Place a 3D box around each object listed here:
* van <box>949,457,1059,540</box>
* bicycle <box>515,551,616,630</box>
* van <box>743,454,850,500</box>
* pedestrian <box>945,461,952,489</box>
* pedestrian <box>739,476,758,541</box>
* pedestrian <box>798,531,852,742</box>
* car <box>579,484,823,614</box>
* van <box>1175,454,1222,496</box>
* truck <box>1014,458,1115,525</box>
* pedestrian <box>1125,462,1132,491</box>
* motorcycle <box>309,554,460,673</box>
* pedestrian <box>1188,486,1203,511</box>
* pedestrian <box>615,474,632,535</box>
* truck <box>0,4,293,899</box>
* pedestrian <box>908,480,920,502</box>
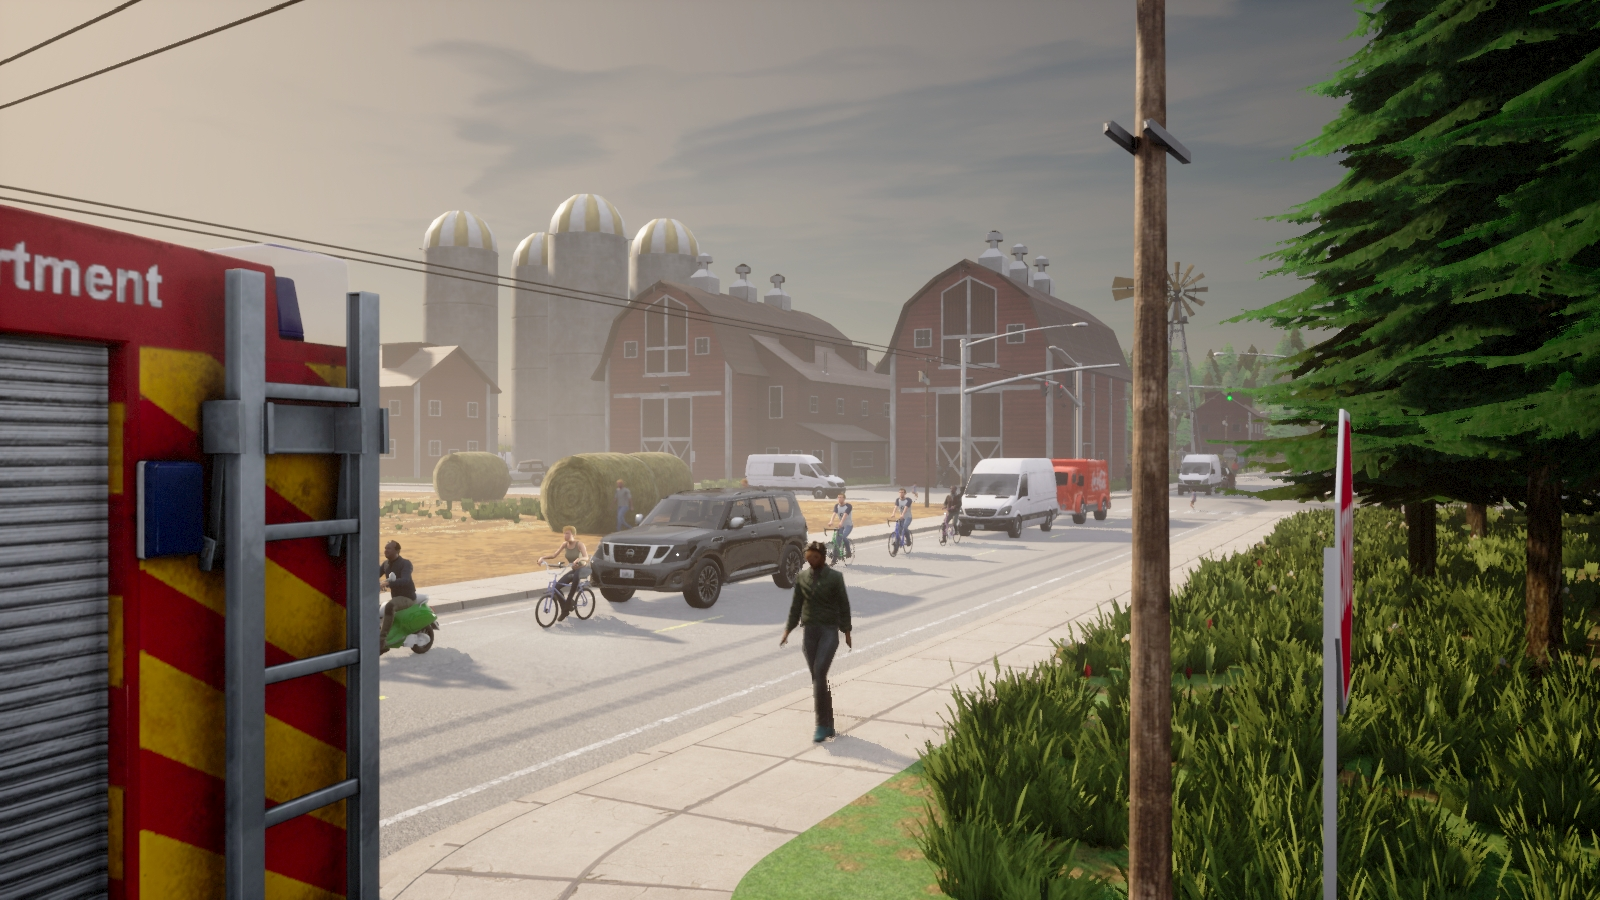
[{"bbox_3d":[7.076,1.534,38.974,1.988,2.561,5.915,0,0,28],"label":"van"},{"bbox_3d":[-3.806,2.256,18.624,0.859,1.080,1.487,0,0,28],"label":"bicycle"},{"bbox_3d":[-0.224,1.504,65.692,5.915,2.561,1.988,0,0,27],"label":"van"},{"bbox_3d":[10.079,1.703,77.619,0.375,1.860,0.375,0,0,28],"label":"pedestrian"},{"bbox_3d":[-1.501,1.694,33.316,0.375,1.860,0.375,0,0,36],"label":"pedestrian"},{"bbox_3d":[0.231,1.696,10.531,0.375,1.860,0.375,0,0,27],"label":"pedestrian"},{"bbox_3d":[-1.731,1.779,22.468,2.150,2.045,5.566,0,0,27],"label":"car"},{"bbox_3d":[25.711,1.534,73.539,1.988,2.561,5.915,0,0,28],"label":"van"},{"bbox_3d":[10.575,1.573,45.392,2.627,2.467,5.204,0,0,28],"label":"truck"},{"bbox_3d":[21.036,1.694,73.186,0.375,1.860,0.375,0,0,31],"label":"pedestrian"},{"bbox_3d":[-5.546,2.142,15.355,0.856,1.316,1.805,0,0,28],"label":"motorcycle"},{"bbox_3d":[18.015,2.220,52.007,0.500,1.100,0.500,0,0,41],"label":"pedestrian"},{"bbox_3d":[-5.457,1.677,35.267,0.375,1.860,0.375,0,0,39],"label":"pedestrian"},{"bbox_3d":[-6.044,0.867,3.699,8.468,3.827,2.891,0,0,21],"label":"truck"},{"bbox_3d":[5.685,2.049,57.076,0.500,1.100,0.500,0,0,17],"label":"pedestrian"}]
